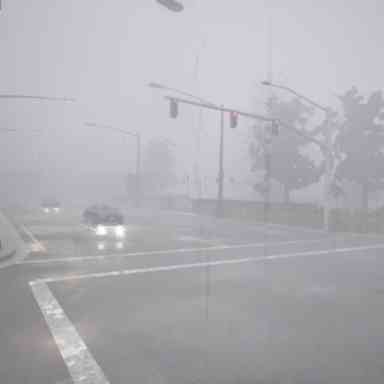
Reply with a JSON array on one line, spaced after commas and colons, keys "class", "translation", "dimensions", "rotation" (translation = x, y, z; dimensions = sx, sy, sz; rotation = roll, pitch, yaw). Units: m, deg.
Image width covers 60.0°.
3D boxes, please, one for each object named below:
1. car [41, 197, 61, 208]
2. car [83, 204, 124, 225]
[{"class": "car", "translation": [-18.618, 1.344, 43.792], "dimensions": [1.994, 1.385, 4.181], "rotation": [2, 0, -31]}, {"class": "car", "translation": [-6.319, 1.544, 23.648], "dimensions": [1.994, 1.385, 4.181], "rotation": [2, 0, -31]}]
